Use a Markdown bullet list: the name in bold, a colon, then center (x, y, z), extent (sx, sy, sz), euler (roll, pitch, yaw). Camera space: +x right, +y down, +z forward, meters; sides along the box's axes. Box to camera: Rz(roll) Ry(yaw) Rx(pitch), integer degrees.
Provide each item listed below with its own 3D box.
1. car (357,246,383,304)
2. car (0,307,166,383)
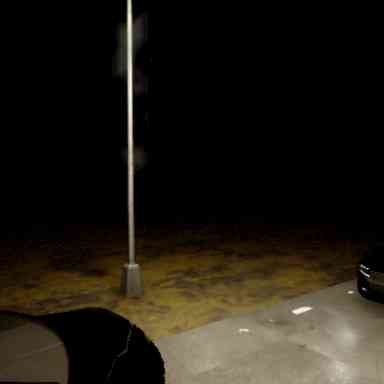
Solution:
- **car**: center (5.369, 1.336, 6.819), extent (5.008, 1.535, 1.882), euler (-1, 1, -35)
- **car**: center (-2.442, 1.472, 1.360), extent (5.008, 1.535, 1.882), euler (-1, 1, -35)
